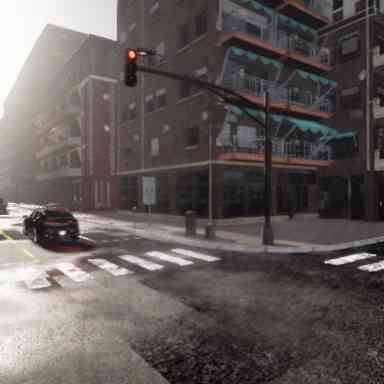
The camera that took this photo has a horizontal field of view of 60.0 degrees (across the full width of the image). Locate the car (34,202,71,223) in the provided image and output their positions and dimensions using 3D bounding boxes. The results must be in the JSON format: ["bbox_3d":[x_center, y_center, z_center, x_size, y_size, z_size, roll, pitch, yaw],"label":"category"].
[{"bbox_3d":[-11.443,1.559,27.011,1.752,1.417,4.829,0,0,-36],"label":"car"}]

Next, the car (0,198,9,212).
[{"bbox_3d":[-22.738,1.428,38.325,2.097,1.767,4.553,0,0,-36],"label":"car"}]

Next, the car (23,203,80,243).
[{"bbox_3d":[-7.020,1.520,16.409,1.837,1.490,4.892,0,0,-35],"label":"car"}]

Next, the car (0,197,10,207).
[{"bbox_3d":[-31.239,1.645,54.631,1.752,1.417,4.829,0,0,-36],"label":"car"}]
